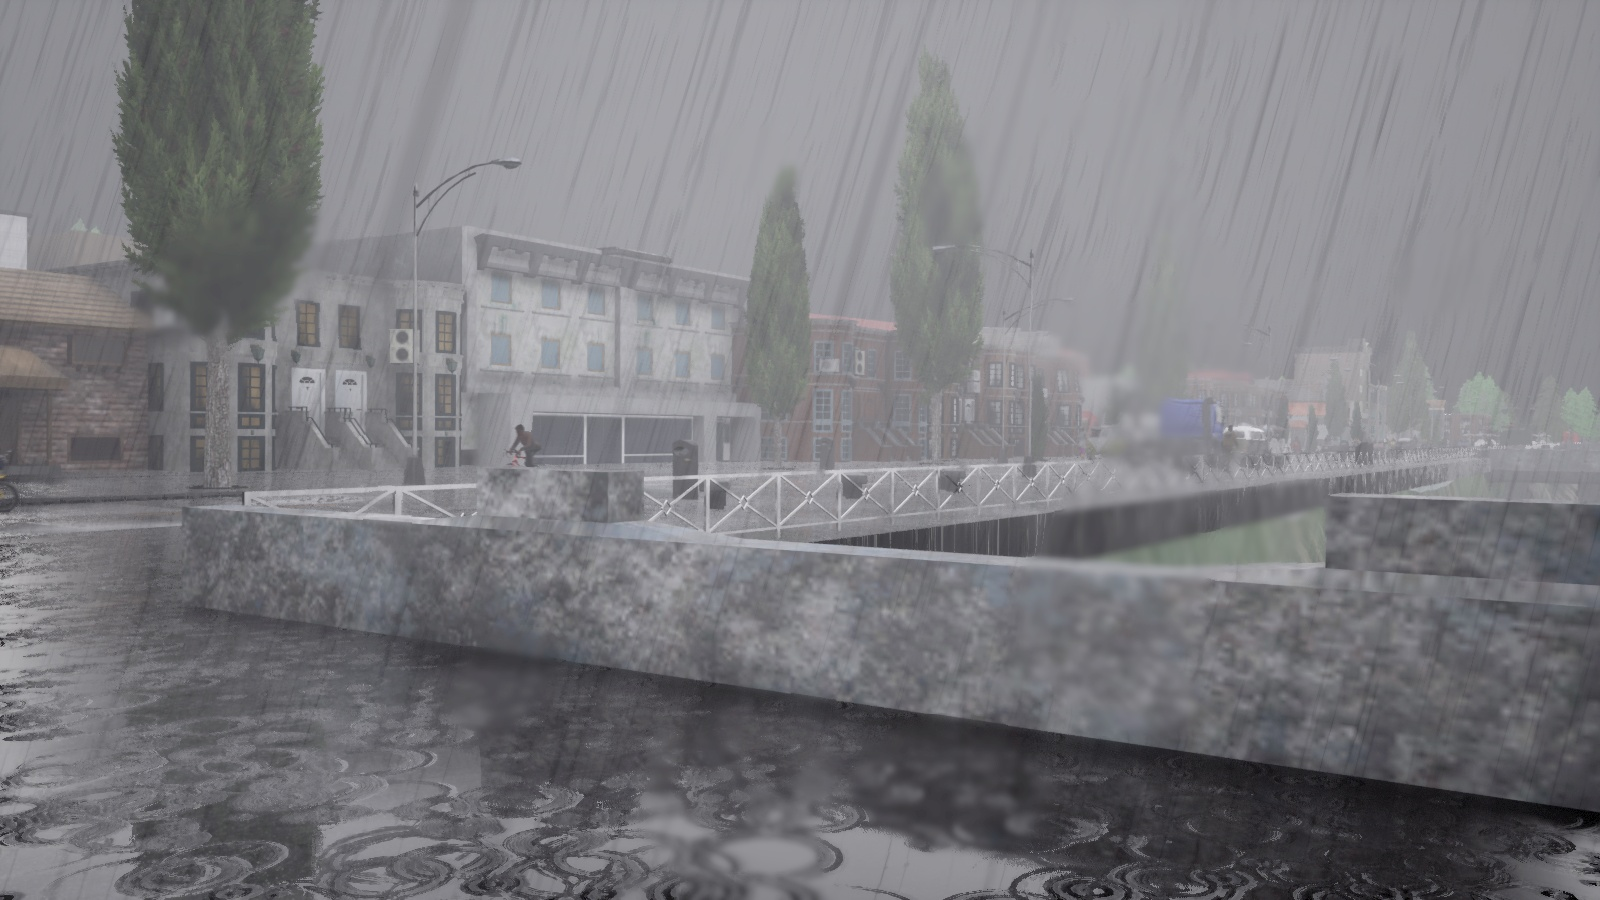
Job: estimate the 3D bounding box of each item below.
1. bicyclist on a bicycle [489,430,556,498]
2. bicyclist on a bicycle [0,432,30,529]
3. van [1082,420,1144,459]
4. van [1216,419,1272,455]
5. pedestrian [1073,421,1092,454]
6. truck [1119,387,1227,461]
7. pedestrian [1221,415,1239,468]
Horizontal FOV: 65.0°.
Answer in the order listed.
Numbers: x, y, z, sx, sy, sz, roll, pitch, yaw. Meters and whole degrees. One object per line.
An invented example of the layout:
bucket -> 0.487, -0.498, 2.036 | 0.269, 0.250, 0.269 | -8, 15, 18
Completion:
bicyclist on a bicycle -> -6.846, 0.322, 31.070 | 0.582, 1.620, 1.656 | 0, 1, 34
bicyclist on a bicycle -> -13.718, 0.509, 20.703 | 0.866, 1.612, 1.509 | 0, 1, 34
van -> 16.584, -0.572, 66.386 | 1.775, 1.987, 4.442 | 0, 1, 34
van -> 25.914, -0.779, 73.216 | 2.069, 2.038, 4.480 | 0, 1, 34
pedestrian -> 16.891, -0.737, 75.072 | 0.873, 1.952, 0.659 | -1, 1, -31
truck -> 18.552, -1.267, 62.119 | 2.891, 3.462, 7.936 | 0, 1, 34
pedestrian -> 15.772, -0.330, 46.051 | 0.396, 1.930, 0.692 | 0, 1, 37
